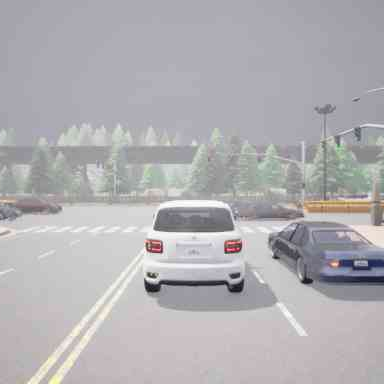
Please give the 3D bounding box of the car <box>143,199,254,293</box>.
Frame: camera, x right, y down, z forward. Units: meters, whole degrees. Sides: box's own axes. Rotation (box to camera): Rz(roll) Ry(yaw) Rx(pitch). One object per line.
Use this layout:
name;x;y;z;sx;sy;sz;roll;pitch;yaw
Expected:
car;0.068;1.221;9.018;2.150;2.045;5.566;0;0;1

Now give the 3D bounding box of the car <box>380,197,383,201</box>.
car;26.180;1.475;40.687;5.008;1.535;1.882;0;0;0

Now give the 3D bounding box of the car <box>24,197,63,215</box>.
car;-15.590;1.350;33.719;4.553;1.767;2.097;0;0;0

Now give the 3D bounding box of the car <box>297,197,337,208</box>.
car;17.834;1.475;47.728;5.008;1.535;1.882;0;0;0

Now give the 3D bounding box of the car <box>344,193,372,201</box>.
car;21.120;1.219;44.210;5.566;2.045;2.150;0;0;0

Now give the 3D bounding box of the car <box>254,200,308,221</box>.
car;6.141;1.546;26.594;5.357;1.411;2.033;0;0;0

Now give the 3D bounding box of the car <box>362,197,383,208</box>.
car;27.327;1.502;47.680;4.892;1.490;1.837;0;0;0

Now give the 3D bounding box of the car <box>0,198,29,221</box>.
car;-16.096;1.490;26.467;4.902;1.511;2.128;0;0;4

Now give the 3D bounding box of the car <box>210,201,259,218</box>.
car;3.740;1.562;30.108;4.181;1.385;1.994;0;0;0

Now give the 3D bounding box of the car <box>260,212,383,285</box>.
car;3.577;1.547;9.506;2.033;1.411;5.357;0;0;0

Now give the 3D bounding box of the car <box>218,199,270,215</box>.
car;5.191;1.489;33.600;4.902;1.511;2.128;0;0;0

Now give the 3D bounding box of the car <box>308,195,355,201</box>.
car;16.677;1.489;40.734;4.902;1.511;2.128;0;0;0
